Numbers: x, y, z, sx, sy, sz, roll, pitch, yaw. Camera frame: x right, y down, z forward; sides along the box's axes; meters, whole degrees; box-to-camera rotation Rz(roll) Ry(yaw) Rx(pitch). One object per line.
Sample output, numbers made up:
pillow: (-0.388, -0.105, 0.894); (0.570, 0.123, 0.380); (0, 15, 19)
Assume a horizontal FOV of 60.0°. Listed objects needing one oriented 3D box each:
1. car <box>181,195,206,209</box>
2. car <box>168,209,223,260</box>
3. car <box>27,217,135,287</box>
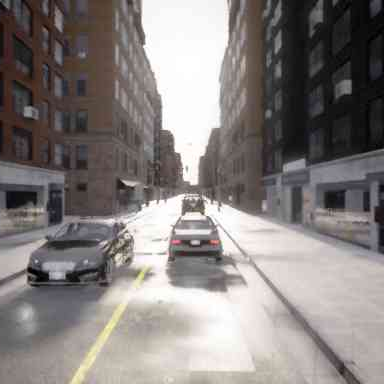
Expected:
car: (0.102, 1.277, 31.648); (2.150, 2.045, 5.566); (0, 0, 0)
car: (0.100, 1.570, 12.511); (2.033, 1.411, 5.357); (0, 0, 0)
car: (-2.849, 1.509, 9.491); (2.128, 1.511, 4.902); (0, 0, 0)
